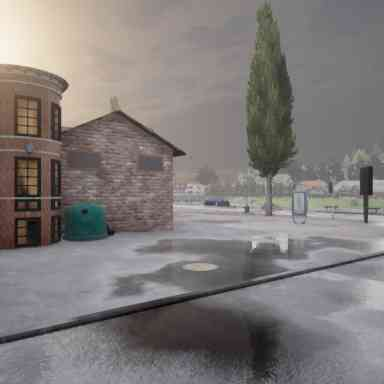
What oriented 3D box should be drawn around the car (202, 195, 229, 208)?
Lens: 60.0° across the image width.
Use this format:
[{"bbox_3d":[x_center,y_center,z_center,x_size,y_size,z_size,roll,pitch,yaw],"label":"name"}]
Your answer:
[{"bbox_3d":[3.421,1.352,49.112,2.097,1.767,4.553,0,0,-36],"label":"car"}]
